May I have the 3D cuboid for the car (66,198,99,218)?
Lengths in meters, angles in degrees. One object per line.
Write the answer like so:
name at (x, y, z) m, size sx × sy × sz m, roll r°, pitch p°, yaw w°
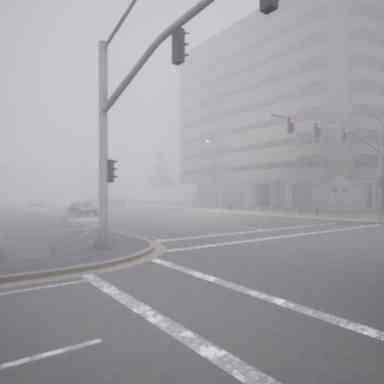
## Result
car at (-10.350, 1.582, 31.405) m, size 2.033 × 1.411 × 5.357 m, roll 0°, pitch 0°, yaw -35°

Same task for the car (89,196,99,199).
car at (-17.813, 1.490, 60.280) m, size 1.882 × 1.535 × 5.008 m, roll 0°, pitch 0°, yaw -35°

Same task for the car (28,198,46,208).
car at (-23.305, 1.582, 49.863) m, size 2.033 × 1.411 × 5.357 m, roll 0°, pitch 0°, yaw -35°

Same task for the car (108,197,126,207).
car at (-11.986, 1.490, 52.135) m, size 1.882 × 1.535 × 5.008 m, roll 0°, pitch 0°, yaw -35°
